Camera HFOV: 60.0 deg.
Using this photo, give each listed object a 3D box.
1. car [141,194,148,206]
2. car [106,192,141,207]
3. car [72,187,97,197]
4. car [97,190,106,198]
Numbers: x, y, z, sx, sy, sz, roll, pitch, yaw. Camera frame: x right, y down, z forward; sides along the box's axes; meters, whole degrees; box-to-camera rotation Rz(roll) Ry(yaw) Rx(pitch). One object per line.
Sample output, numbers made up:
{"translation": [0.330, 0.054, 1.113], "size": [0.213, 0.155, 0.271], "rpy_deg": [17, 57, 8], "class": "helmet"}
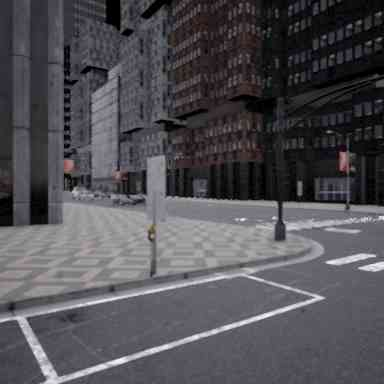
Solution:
{"translation": [-5.938, 0.990, 43.251], "size": [1.837, 1.490, 4.892], "rpy_deg": [0, 1, -36], "class": "car"}
{"translation": [-8.587, 0.992, 41.366], "size": [1.837, 1.490, 4.892], "rpy_deg": [0, 1, -36], "class": "car"}
{"translation": [-18.075, 0.185, 54.668], "size": [2.150, 2.045, 5.566], "rpy_deg": [0, 1, -36], "class": "car"}
{"translation": [-15.460, 0.457, 56.599], "size": [1.837, 1.490, 4.892], "rpy_deg": [0, 1, -36], "class": "car"}
